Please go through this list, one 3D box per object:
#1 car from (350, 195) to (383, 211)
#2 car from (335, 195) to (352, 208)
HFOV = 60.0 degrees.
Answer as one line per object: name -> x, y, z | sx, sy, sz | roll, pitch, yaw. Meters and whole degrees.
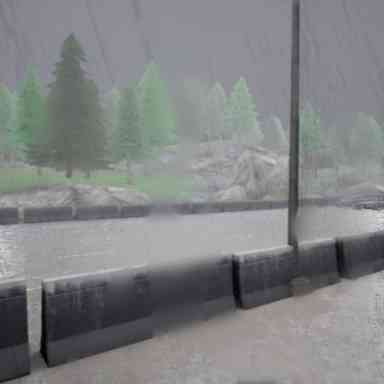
car -> 18.722, 1.234, 34.538 | 4.181, 1.385, 1.994 | -1, 1, -35
car -> 18.644, 1.136, 38.772 | 4.892, 1.490, 1.837 | -1, 1, -35
